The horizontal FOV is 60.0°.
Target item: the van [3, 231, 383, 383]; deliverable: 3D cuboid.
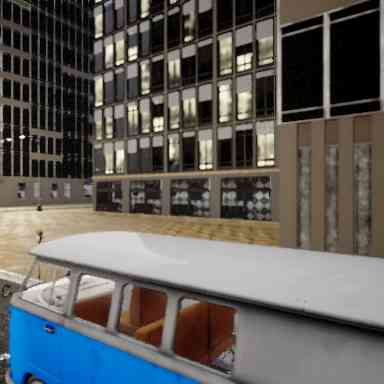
[{"bbox_3d":[-0.004,1.337,2.882,3.998,1.788,1.690,0,0,36],"label":"van"}]
